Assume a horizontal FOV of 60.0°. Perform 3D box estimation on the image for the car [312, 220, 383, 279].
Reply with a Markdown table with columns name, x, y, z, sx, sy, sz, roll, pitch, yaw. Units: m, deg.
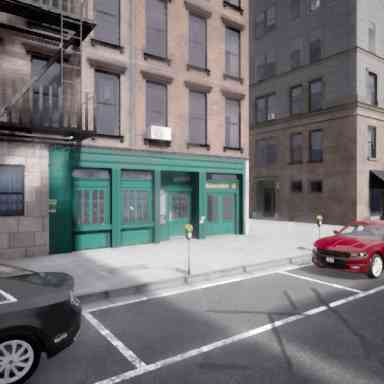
| name | x | y | z | sx | sy | sz | roll | pitch | yaw |
| --- | --- | --- | --- | --- | --- | --- | --- | --- | --- |
| car | 5.464 | 1.544 | 10.056 | 4.507 | 1.381 | 1.887 | 0 | 0 | -35 |

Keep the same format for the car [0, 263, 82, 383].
| name | x | y | z | sx | sy | sz | roll | pitch | yaw |
| --- | --- | --- | --- | --- | --- | --- | --- | --- | --- |
| car | -3.525 | 1.551 | 3.679 | 4.403 | 1.369 | 2.008 | 0 | 0 | -35 |
